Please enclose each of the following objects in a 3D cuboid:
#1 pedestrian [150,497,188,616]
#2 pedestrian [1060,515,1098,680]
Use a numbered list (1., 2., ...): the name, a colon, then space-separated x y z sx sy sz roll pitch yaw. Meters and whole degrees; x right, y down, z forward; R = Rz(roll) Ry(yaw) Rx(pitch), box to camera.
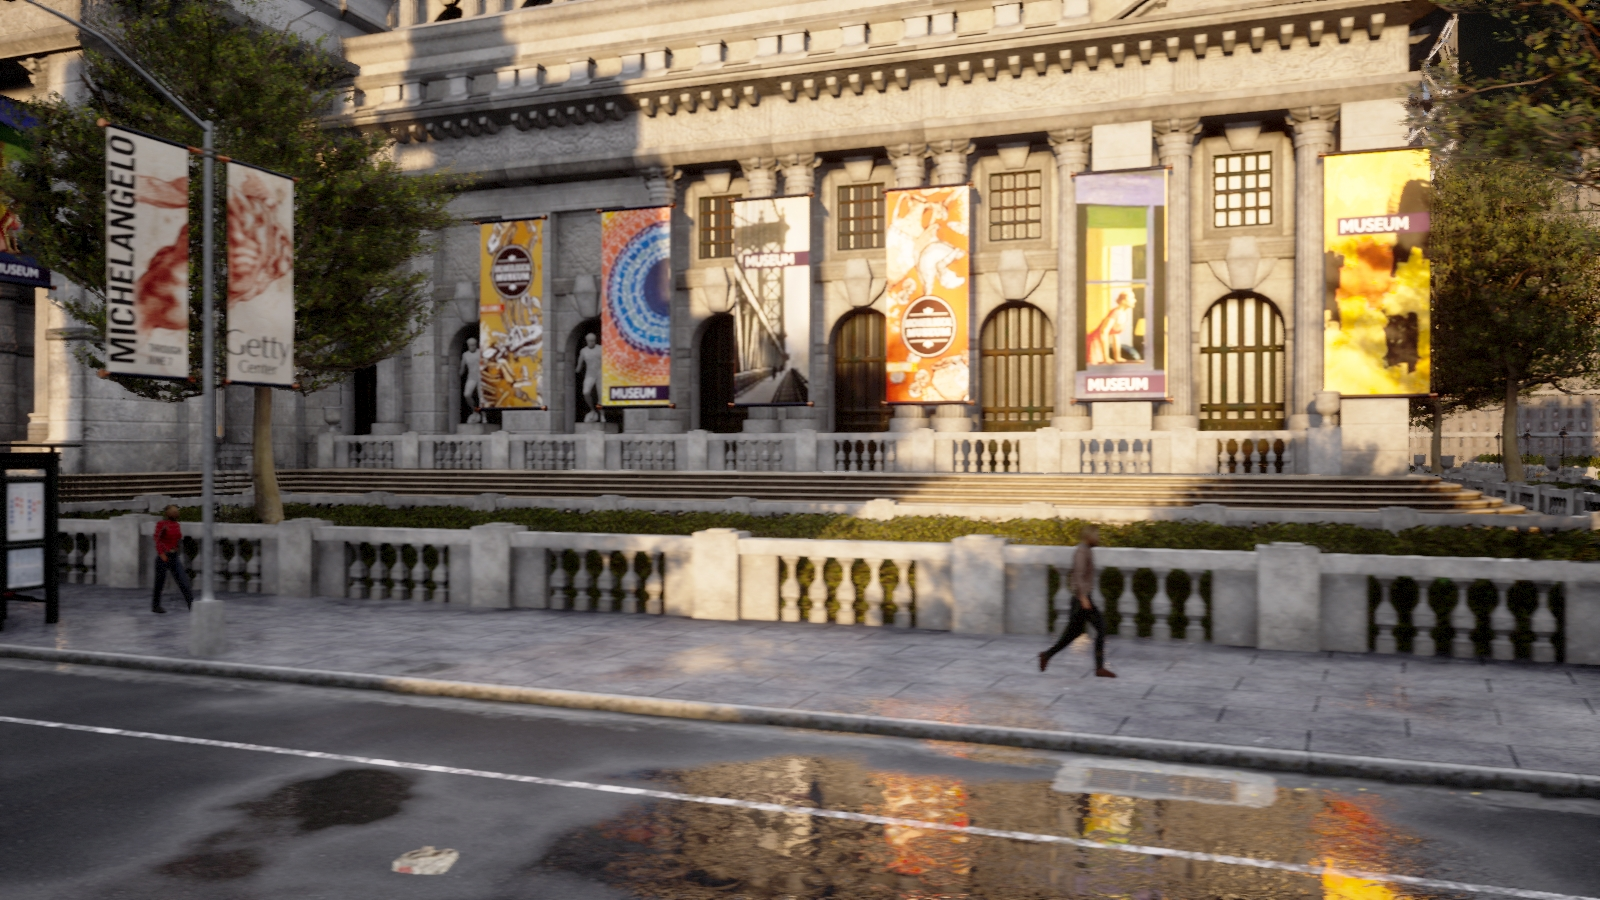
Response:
1. pedestrian: -10.128 1.695 18.345 0.375 1.860 0.375 0 0 22
2. pedestrian: 3.252 1.697 13.316 0.375 1.860 0.375 0 0 23
